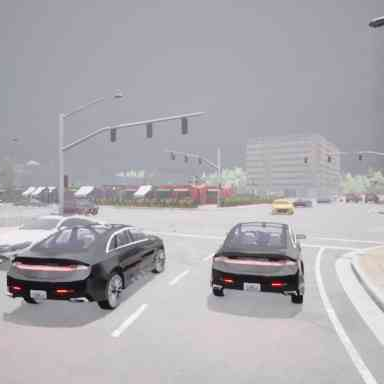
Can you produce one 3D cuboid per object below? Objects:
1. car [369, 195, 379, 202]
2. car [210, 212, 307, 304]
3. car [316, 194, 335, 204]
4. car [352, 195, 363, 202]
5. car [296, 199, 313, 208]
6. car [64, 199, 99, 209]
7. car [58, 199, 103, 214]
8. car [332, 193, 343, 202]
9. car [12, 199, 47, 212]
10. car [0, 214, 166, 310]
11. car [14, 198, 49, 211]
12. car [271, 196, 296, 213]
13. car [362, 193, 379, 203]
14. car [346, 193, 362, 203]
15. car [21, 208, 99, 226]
[{"bbox_3d":[42.319,1.521,77.306,1.812,1.442,4.674,0,0,32],"label":"car"},{"bbox_3d":[1.764,1.491,8.294,2.128,1.511,4.902,0,0,16],"label":"car"},{"bbox_3d":[24.500,1.545,61.687,2.033,1.411,5.357,0,0,32],"label":"car"},{"bbox_3d":[39.554,1.537,79.492,2.033,1.411,5.357,0,0,32],"label":"car"},{"bbox_3d":[15.873,1.599,47.779,1.895,1.301,4.718,0,0,32],"label":"car"},{"bbox_3d":[-11.065,1.618,32.404,4.181,1.385,1.994,0,0,32],"label":"car"},{"bbox_3d":[-12.635,1.546,37.527,4.902,1.511,2.128,0,0,32],"label":"car"},{"bbox_3d":[32.389,1.211,74.507,2.150,2.045,5.566,0,0,32],"label":"car"},{"bbox_3d":[-18.187,1.618,36.866,4.181,1.385,1.994,0,0,32],"label":"car"},{"bbox_3d":[-2.053,1.491,7.909,2.128,1.511,4.902,0,0,12],"label":"car"},{"bbox_3d":[-20.445,1.580,42.404,4.674,1.442,1.812,0,0,32],"label":"car"},{"bbox_3d":[9.050,1.521,33.805,1.882,1.535,5.008,-1,0,12],"label":"car"},{"bbox_3d":[36.783,1.223,68.284,2.150,2.045,5.566,0,0,32],"label":"car"},{"bbox_3d":[33.993,1.223,70.429,2.150,2.045,5.566,0,0,32],"label":"car"},{"bbox_3d":[-4.792,1.525,11.620,1.812,1.442,4.674,0,0,21],"label":"car"}]
